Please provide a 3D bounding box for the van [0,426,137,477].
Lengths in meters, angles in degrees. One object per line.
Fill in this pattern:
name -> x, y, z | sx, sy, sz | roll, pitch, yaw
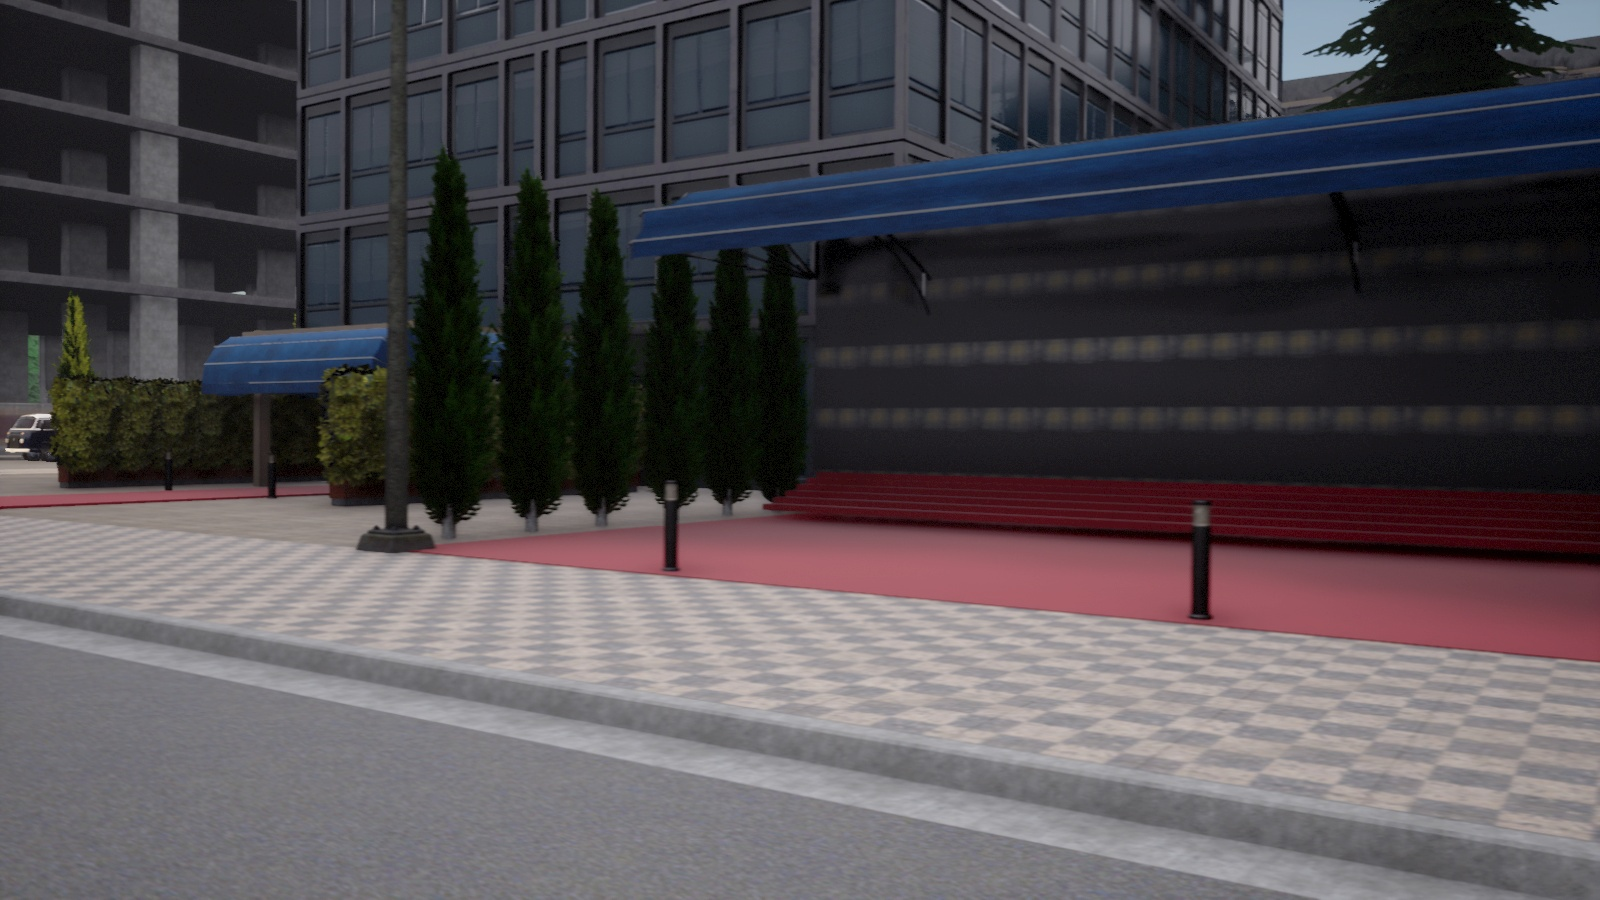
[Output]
van -> -30.331, 0.018, 52.174 | 2.069, 2.038, 4.480 | 0, 1, 34
